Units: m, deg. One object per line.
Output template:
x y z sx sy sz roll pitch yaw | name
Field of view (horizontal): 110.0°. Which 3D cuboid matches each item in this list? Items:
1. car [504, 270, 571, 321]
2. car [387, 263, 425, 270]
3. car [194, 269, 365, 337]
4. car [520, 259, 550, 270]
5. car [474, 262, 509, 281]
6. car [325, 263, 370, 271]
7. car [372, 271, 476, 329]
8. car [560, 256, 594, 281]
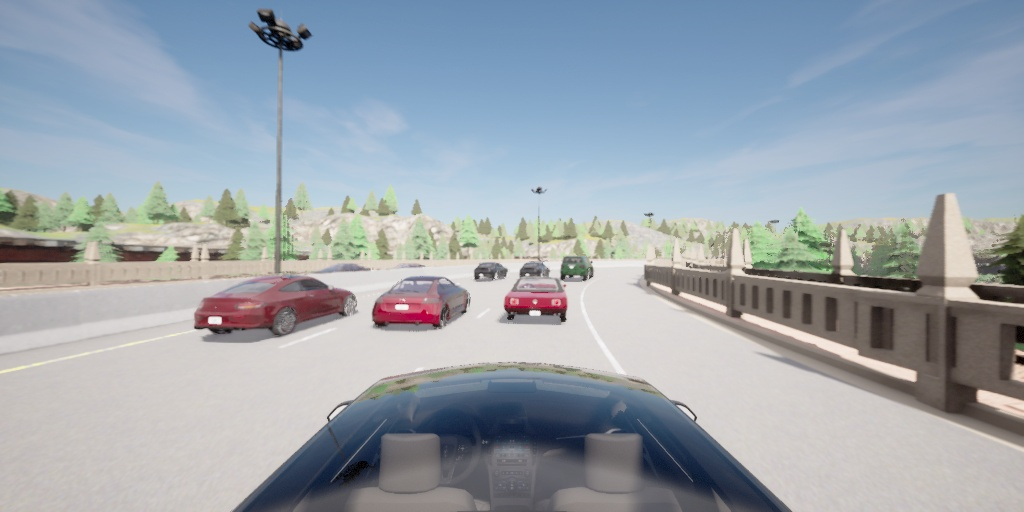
0.966 1.361 12.539 1.895 1.301 4.718 0 0 7 | car
-9.181 1.322 31.460 2.033 1.411 5.357 0 0 18 | car
-6.309 1.261 10.182 1.812 1.442 4.674 0 0 6 | car
2.073 1.288 31.179 1.837 1.490 4.892 0 0 20 | car
-1.697 1.286 31.027 1.837 1.490 4.892 0 0 18 | car
-13.620 1.308 28.856 2.033 1.411 5.357 0 0 16 | car
-2.661 1.312 11.367 1.994 1.385 4.181 0 0 6 | car
5.692 1.006 31.015 2.150 2.045 5.566 0 0 21 | car
